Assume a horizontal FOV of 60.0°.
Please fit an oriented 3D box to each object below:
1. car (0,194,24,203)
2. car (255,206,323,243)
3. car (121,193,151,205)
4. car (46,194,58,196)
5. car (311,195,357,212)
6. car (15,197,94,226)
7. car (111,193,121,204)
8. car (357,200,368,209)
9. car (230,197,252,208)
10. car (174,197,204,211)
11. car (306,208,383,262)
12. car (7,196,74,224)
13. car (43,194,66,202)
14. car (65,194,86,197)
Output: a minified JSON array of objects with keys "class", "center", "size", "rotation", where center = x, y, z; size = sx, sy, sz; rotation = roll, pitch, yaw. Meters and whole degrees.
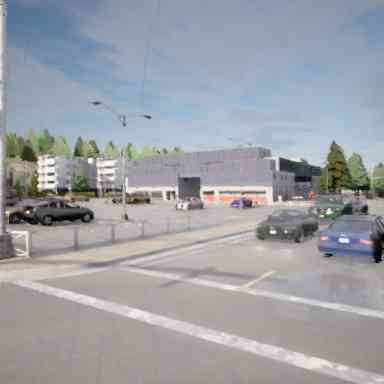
[{"class":"car","center":[-34.305,1.246,62.289],"size":[2.007,1.523,4.514],"rotation":[0,0,35]},{"class":"car","center":[4.656,1.560,16.109],"size":[1.994,1.385,4.181],"rotation":[0,0,35]},{"class":"car","center":[-8.746,1.068,53.806],"size":[1.932,1.855,4.605],"rotation":[0,0,35]},{"class":"car","center":[-16.479,1.292,36.562],"size":[1.845,1.501,3.633],"rotation":[0,0,35]},{"class":"car","center":[9.967,1.218,23.799],"size":[2.150,2.045,5.566],"rotation":[0,0,35]},{"class":"car","center":[-8.620,1.324,21.702],"size":[2.007,1.523,4.514],"rotation":[0,0,35]},{"class":"car","center":[-11.359,1.045,55.142],"size":[1.905,1.878,3.866],"rotation":[0,0,35]},{"class":"car","center":[15.682,1.502,32.026],"size":[1.837,1.490,4.892],"rotation":[0,0,35]},{"class":"car","center":[6.366,1.360,42.990],"size":[1.845,1.501,3.633],"rotation":[0,0,35]},{"class":"car","center":[-0.344,1.367,38.640],"size":[1.970,1.475,3.806],"rotation":[0,0,35]},{"class":"car","center":[6.245,1.546,12.270],"size":[2.033,1.411,5.357],"rotation":[0,0,38]},{"class":"car","center":[-11.214,1.312,23.466],"size":[2.152,1.636,5.027],"rotation":[0,0,35]},{"class":"car","center":[-27.251,1.184,65.942],"size":[1.970,1.475,3.806],"rotation":[0,0,35]},{"class":"car","center":[-21.819,1.111,62.511],"size":[2.152,1.636,5.027],"rotation":[0,0,35]}]
